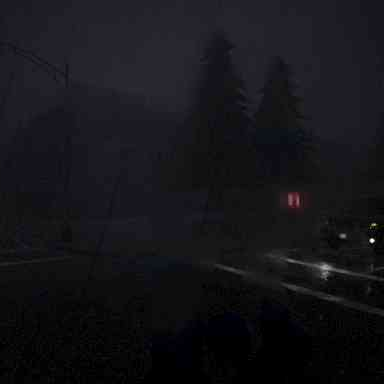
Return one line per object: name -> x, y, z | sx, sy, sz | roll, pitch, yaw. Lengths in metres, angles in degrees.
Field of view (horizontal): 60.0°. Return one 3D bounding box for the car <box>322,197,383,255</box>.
car -> 7.713, 1.248, 13.737 | 5.566, 2.045, 2.150 | 0, 0, -37
